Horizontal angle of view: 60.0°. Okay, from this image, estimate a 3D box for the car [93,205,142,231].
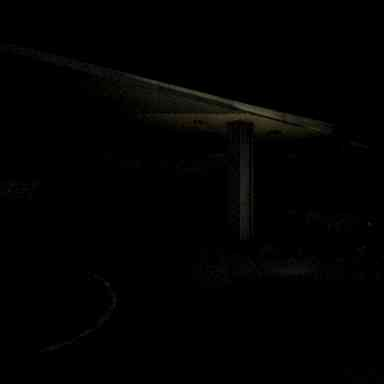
[{"bbox_3d":[-5.137,1.672,22.711,2.242,1.667,4.611,0,0,-33],"label":"car"}]

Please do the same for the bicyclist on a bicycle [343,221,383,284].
[{"bbox_3d":[4.517,1.566,8.290,0.582,1.620,1.656,2,-4,-35],"label":"bicyclist on a bicycle"}]

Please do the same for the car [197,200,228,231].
[{"bbox_3d":[1.973,1.505,22.145,1.905,1.878,3.866,0,0,-33],"label":"car"}]
